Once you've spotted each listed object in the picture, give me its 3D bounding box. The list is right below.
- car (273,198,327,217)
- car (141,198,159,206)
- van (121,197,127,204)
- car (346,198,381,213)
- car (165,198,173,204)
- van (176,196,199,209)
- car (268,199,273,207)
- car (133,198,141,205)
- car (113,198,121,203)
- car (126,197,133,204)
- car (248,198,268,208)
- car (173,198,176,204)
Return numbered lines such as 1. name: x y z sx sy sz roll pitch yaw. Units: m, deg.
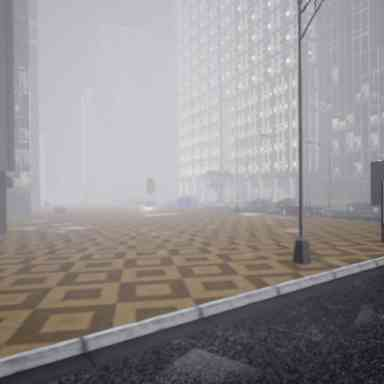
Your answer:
1. car: 9.319 1.370 28.113 2.008 1.369 4.403 -2 0 -26
2. car: -7.654 1.950 63.639 2.008 1.369 4.403 -2 0 -26
3. van: -14.935 2.003 78.864 1.690 1.788 3.998 -2 0 -26
4. car: 16.878 1.258 31.727 2.008 1.369 4.403 -2 0 -26
5. car: -4.943 2.043 77.403 1.802 1.307 4.206 -2 0 -26
6. van: -0.388 1.487 48.415 1.690 1.788 3.998 -2 0 -26
7. car: 12.029 1.434 41.878 1.947 1.339 4.313 -2 0 -26
8. car: -10.007 2.009 68.561 1.752 1.417 4.829 -2 0 -26
9. car: -19.777 2.384 89.014 1.887 1.381 4.507 -2 0 -26
10. car: -12.504 2.118 73.790 1.887 1.381 4.507 -2 0 -26
11. car: 9.605 1.516 46.953 1.947 1.339 4.313 -2 0 -26
12. car: -0.886 1.688 55.656 1.882 1.535 5.008 -1 -1 -25
